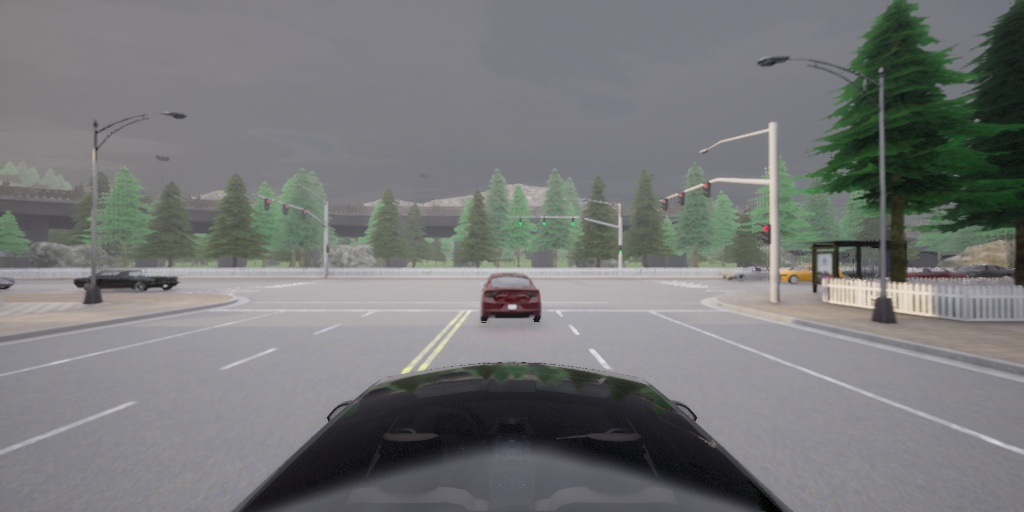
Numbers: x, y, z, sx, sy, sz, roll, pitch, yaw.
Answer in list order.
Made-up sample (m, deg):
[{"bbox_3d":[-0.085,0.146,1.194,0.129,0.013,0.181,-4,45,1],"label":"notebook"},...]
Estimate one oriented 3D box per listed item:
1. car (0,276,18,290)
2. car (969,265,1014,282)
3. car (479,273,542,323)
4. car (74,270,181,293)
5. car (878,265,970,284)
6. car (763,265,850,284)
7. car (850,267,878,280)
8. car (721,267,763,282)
[{"bbox_3d":[-33.422,1.504,21.674,4.718,1.301,1.895,0,-1,-1],"label":"car"},{"bbox_3d":[40.747,1.505,31.571,4.892,1.490,1.837,0,-1,9],"label":"car"},{"bbox_3d":[-0.149,1.342,12.791,1.882,1.535,5.008,0,-1,-4],"label":"car"},{"bbox_3d":[-23.182,1.504,21.734,4.718,1.301,1.895,0,-1,0],"label":"car"},{"bbox_3d":[32.916,1.572,28.747,4.718,1.301,1.895,0,-1,2],"label":"car"},{"bbox_3d":[23.612,1.451,28.880,5.008,1.535,1.882,0,-1,0],"label":"car"},{"bbox_3d":[30.823,1.609,32.308,4.718,1.301,1.895,0,-1,2],"label":"car"},{"bbox_3d":[21.654,1.611,32.398,4.718,1.301,1.895,0,-1,0],"label":"car"}]
